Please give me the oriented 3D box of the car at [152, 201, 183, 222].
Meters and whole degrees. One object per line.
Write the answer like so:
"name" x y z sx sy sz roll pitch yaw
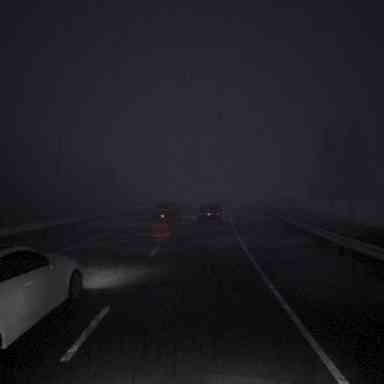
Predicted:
"car" -1.934 1.524 26.983 1.837 1.490 4.892 0 0 6

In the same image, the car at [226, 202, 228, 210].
"car" 3.624 1.638 42.610 1.895 1.301 4.718 0 0 9

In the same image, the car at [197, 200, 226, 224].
"car" 1.394 1.569 25.217 2.033 1.411 5.357 0 0 5

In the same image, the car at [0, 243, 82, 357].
"car" -3.276 1.527 5.198 1.812 1.442 4.674 0 0 1
